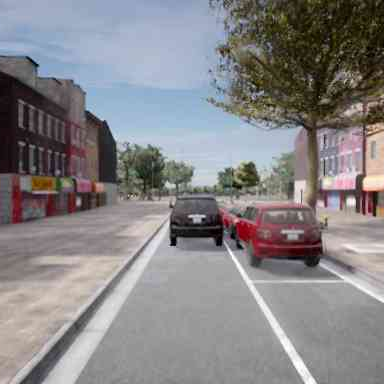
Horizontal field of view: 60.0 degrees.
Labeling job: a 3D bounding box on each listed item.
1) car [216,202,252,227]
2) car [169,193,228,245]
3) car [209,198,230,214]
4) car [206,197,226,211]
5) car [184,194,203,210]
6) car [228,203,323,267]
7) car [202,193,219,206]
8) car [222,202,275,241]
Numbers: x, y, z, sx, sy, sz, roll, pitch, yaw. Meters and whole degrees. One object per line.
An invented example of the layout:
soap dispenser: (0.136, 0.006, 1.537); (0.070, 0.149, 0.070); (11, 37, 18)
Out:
car: (2.671, 1.420, 22.208); (1.887, 1.381, 4.507); (0, 0, 0)
car: (0.133, 1.137, 15.099); (2.150, 2.045, 5.566); (0, 0, -1)
car: (2.686, 1.343, 33.469); (1.752, 1.417, 4.829); (0, 0, 0)
car: (2.694, 1.347, 38.843); (2.008, 1.369, 4.403); (0, 0, 0)
car: (0.158, 1.146, 39.412); (2.097, 1.767, 4.553); (0, 0, 0)
car: (2.654, 1.252, 11.115); (2.192, 1.841, 5.009); (0, 0, 0)
car: (2.710, 1.067, 49.933); (2.192, 1.841, 5.009); (0, 0, 0)
car: (2.662, 1.346, 16.662); (1.967, 1.590, 4.097); (0, 0, 0)
